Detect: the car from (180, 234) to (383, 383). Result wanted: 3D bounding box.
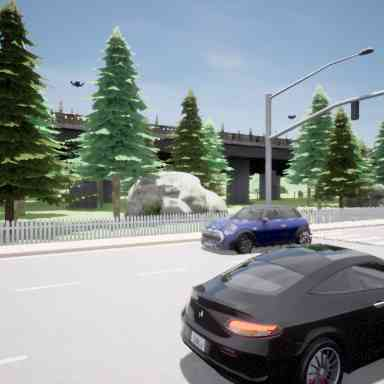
[{"bbox_3d":[2.082,1.526,4.908,4.674,1.442,1.812,0,0,-29],"label":"car"}]

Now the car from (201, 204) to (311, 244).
[{"bbox_3d":[2.614,1.352,13.432,4.553,1.767,2.097,0,0,-29],"label":"car"}]
